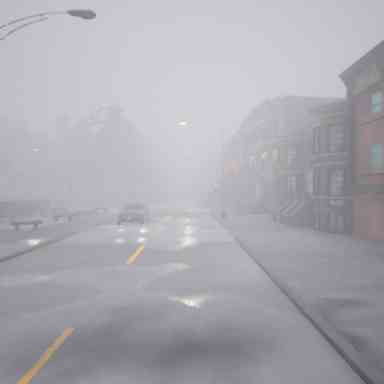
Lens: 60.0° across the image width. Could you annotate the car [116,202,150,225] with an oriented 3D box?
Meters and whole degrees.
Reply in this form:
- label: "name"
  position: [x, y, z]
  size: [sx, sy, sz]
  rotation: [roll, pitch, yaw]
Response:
- label: "car"
  position: [-4.113, 1.487, 23.871]
  size: [1.837, 1.490, 4.892]
  rotation: [0, 0, 0]
